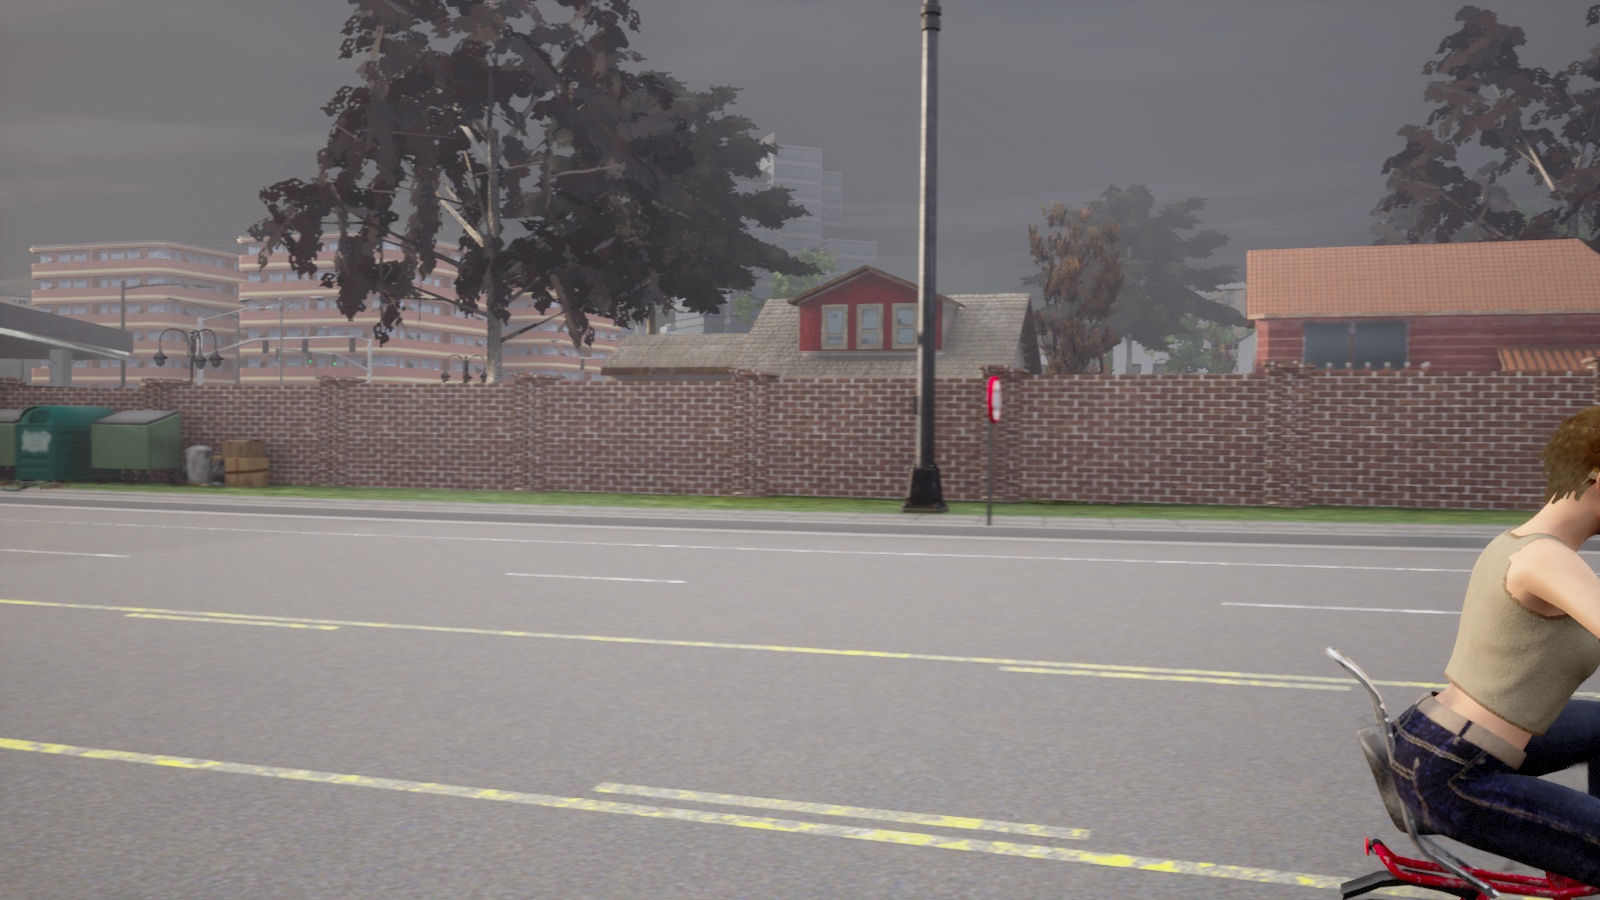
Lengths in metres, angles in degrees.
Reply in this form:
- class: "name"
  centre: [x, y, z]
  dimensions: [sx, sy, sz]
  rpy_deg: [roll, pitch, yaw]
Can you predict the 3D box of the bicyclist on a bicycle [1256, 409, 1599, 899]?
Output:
- class: "bicyclist on a bicycle"
  centre: [1.764, 0.728, 2.595]
  dimensions: [1.509, 1.612, 0.866]
  rpy_deg: [1, 1, 18]
